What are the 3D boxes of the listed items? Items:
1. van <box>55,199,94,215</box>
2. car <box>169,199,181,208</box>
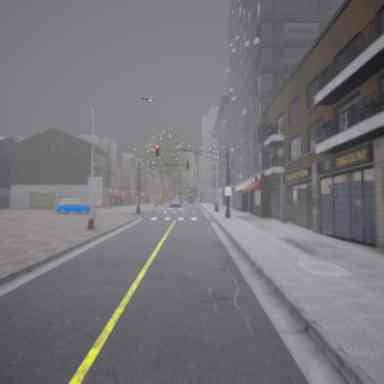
[{"bbox_3d":[-12.930,1.678,36.848,3.998,1.788,1.690,0,-3,0],"label":"van"},{"bbox_3d":[-2.756,1.945,55.527,1.882,1.535,5.008,0,1,0],"label":"car"}]
